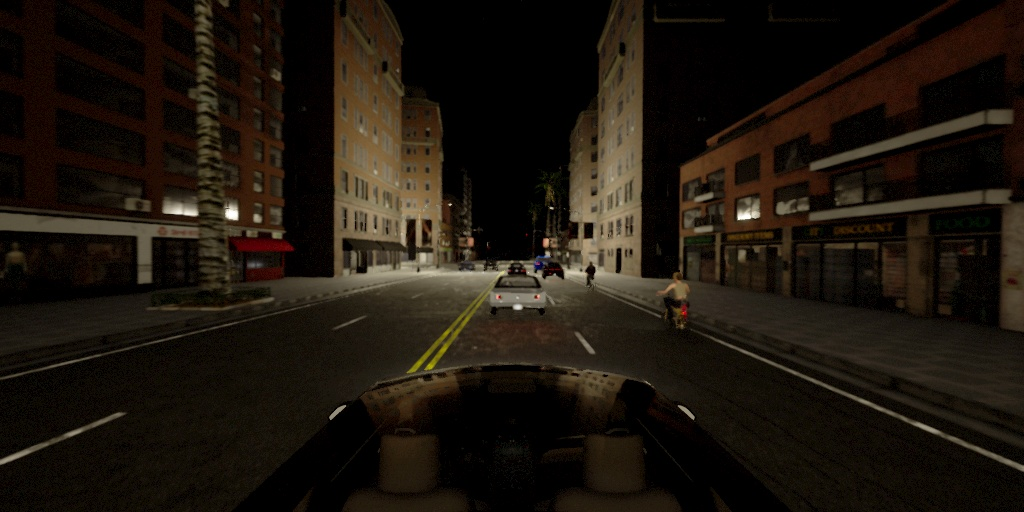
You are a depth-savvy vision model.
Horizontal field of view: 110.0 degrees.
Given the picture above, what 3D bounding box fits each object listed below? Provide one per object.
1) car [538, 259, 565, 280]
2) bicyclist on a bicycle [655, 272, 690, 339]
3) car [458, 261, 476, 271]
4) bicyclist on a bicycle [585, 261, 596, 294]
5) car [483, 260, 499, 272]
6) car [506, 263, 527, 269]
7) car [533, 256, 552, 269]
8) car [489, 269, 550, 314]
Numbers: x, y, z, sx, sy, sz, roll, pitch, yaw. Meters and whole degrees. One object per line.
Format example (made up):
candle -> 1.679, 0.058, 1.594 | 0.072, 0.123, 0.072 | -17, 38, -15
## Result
car -> 3.630, 1.305, 32.394 | 1.837, 1.490, 4.892 | 0, 0, 1
bicyclist on a bicycle -> 4.188, 1.213, 9.200 | 0.866, 1.612, 1.509 | 0, 0, 1
car -> -5.989, 1.316, 48.534 | 2.033, 1.411, 5.357 | 0, 0, 1
bicyclist on a bicycle -> 4.333, 1.156, 19.874 | 0.659, 1.776, 1.843 | 0, 0, 1
car -> -2.753, 1.295, 47.801 | 1.837, 1.490, 4.892 | 0, -1, 1
car -> 0.448, 1.331, 33.867 | 2.033, 1.411, 5.357 | 0, 0, 1
car -> 3.700, 1.040, 42.754 | 2.150, 2.045, 5.566 | 0, 0, 1
car -> 0.219, 1.355, 13.756 | 1.895, 1.301, 4.718 | 0, 0, 1
